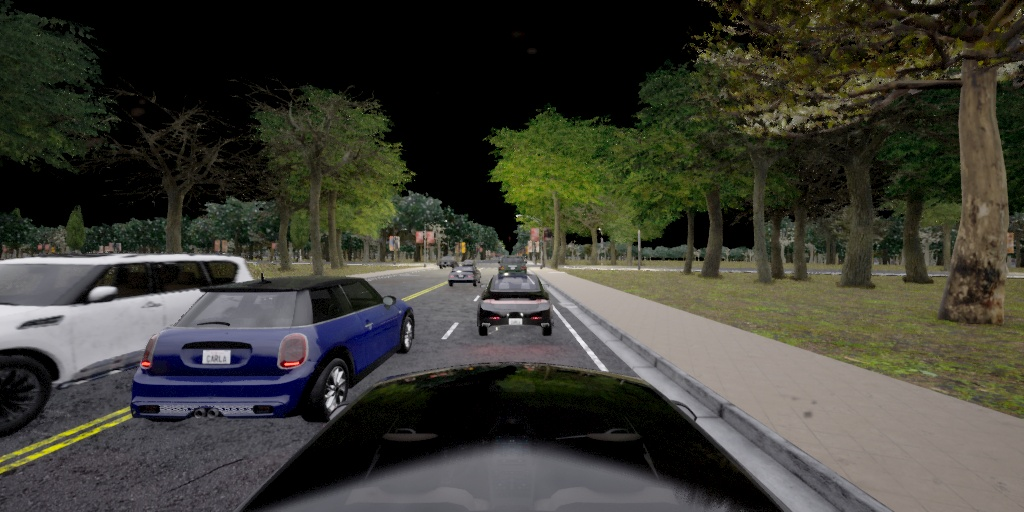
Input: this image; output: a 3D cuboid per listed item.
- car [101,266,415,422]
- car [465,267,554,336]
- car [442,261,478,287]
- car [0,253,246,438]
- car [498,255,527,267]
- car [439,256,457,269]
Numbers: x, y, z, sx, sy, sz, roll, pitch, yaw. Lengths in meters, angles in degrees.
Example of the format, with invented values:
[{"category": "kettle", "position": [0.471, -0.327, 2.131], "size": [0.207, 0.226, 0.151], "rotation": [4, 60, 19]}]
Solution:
[{"category": "car", "position": [-3.158, 1.102, 5.968], "size": [2.097, 1.767, 4.553], "rotation": [0, 0, 0]}, {"category": "car", "position": [0.081, 1.242, 10.374], "size": [2.128, 1.511, 4.902], "rotation": [0, 0, 0]}, {"category": "car", "position": [-3.195, 1.301, 24.798], "size": [2.033, 1.411, 5.357], "rotation": [0, 0, 0]}, {"category": "car", "position": [-6.607, 0.971, 5.646], "size": [2.150, 2.045, 5.566], "rotation": [0, 0, 0]}, {"category": "car", "position": [0.045, 0.979, 28.429], "size": [2.150, 2.045, 5.566], "rotation": [0, 0, 0]}, {"category": "car", "position": [-9.873, 1.018, 55.848], "size": [2.150, 2.045, 5.566], "rotation": [0, 0, 0]}]
